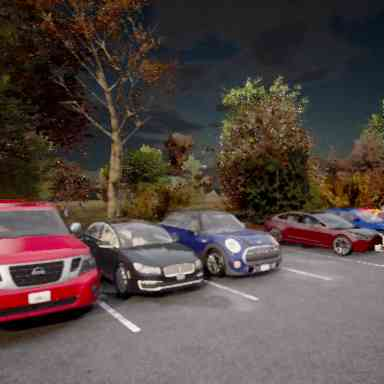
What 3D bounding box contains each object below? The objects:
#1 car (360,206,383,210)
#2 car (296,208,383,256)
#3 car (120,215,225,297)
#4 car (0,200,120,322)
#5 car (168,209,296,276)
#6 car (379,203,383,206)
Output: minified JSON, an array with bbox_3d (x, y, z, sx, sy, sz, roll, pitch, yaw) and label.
[{"bbox_3d":[7.439,1.535,15.350,2.097,1.535,5.008,0,0,-35],"label":"car"},{"bbox_3d":[5.188,1.555,13.706,2.163,1.488,4.792,0,0,-35],"label":"car"},{"bbox_3d":[-1.640,1.496,8.893,2.231,1.521,4.892,0,0,-35],"label":"car"},{"bbox_3d":[-3.887,1.232,7.252,2.435,2.045,5.566,0,0,-35],"label":"car"},{"bbox_3d":[0.616,1.379,10.528,2.185,1.767,4.553,0,0,-35],"label":"car"},{"bbox_3d":[9.501,1.541,17.039,1.946,1.575,5.366,0,0,-35],"label":"car"}]
